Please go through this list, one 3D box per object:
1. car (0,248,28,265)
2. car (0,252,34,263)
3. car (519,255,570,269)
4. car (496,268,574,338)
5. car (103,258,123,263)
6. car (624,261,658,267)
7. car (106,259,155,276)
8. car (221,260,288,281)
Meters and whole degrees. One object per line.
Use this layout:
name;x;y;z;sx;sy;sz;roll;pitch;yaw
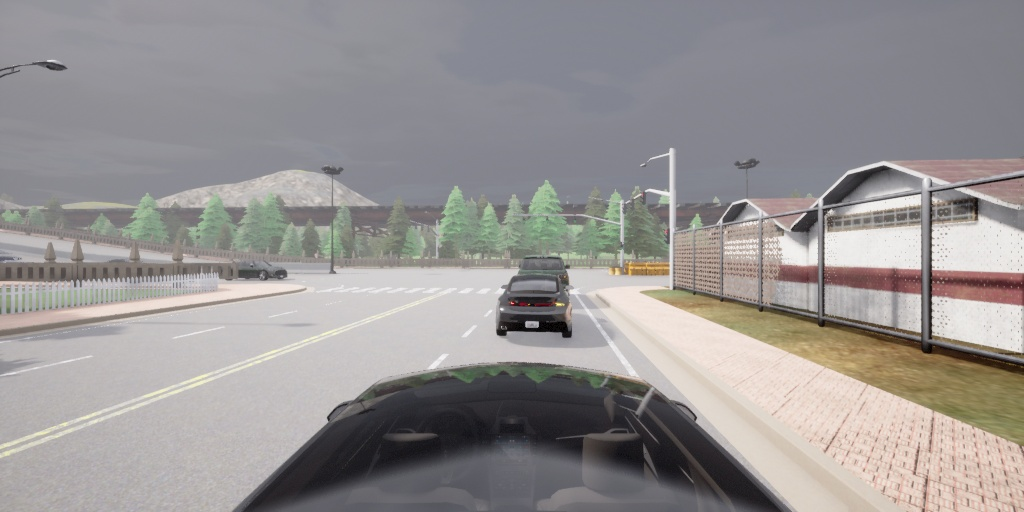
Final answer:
car;-51.819;-0.087;35.520;5.357;1.411;2.033;6;0;5
car;-44.949;0.630;31.465;4.718;1.301;1.895;5;0;4
car;1.449;0.971;16.276;2.150;2.045;5.566;0;0;7
car;0.695;1.255;10.264;1.837;1.490;4.892;0;0;6
car;-36.522;1.028;34.361;4.892;1.490;1.837;2;0;4
car;15.737;1.351;41.492;4.718;1.301;1.895;0;0;4
car;-30.602;1.256;30.435;5.357;1.411;2.033;1;0;4
car;-21.182;1.101;29.727;4.553;1.767;2.097;0;0;6
